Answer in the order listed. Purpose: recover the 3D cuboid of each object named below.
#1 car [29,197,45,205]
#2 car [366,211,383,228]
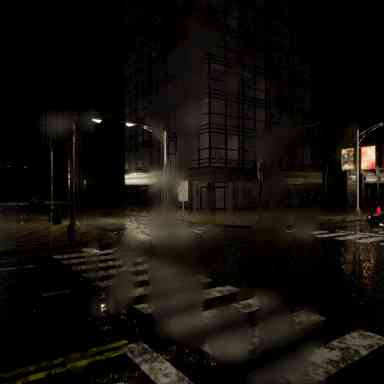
[{"bbox_3d":[-28.678,1.690,61.458,2.033,1.411,5.357,0,0,-36],"label":"car"},{"bbox_3d":[12.949,1.606,20.809,4.718,1.301,1.895,0,0,-35],"label":"car"}]
